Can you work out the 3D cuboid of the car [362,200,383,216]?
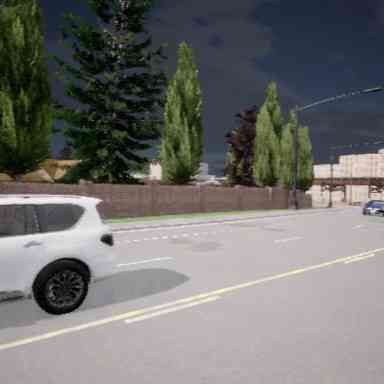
[{"bbox_3d":[17.336,1.461,31.149,1.812,1.442,4.674,2,0,37],"label":"car"}]

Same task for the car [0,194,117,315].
[{"bbox_3d":[-4.036,1.071,5.582,5.566,2.045,2.150,0,1,-39],"label":"car"}]
